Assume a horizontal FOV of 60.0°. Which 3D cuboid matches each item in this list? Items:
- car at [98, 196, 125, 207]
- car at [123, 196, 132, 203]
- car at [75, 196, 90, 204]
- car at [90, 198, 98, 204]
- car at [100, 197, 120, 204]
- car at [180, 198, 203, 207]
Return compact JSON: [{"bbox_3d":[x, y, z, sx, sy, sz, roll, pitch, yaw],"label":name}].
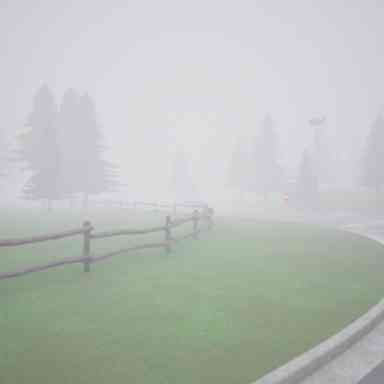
[{"bbox_3d":[-13.897,1.849,57.354,1.994,1.385,4.181,0,-1,-40],"label":"car"},{"bbox_3d":[-15.540,1.742,75.637,2.097,1.767,4.553,0,0,-40],"label":"car"},{"bbox_3d":[-23.560,1.673,68.861,2.097,1.767,4.553,0,0,-40],"label":"car"},{"bbox_3d":[-21.004,1.937,71.258,1.895,1.301,4.718,0,0,-40],"label":"car"},{"bbox_3d":[-18.153,1.904,73.302,2.033,1.411,5.357,0,0,-40],"label":"car"},{"bbox_3d":[-0.170,1.813,57.248,1.882,1.535,5.008,0,0,-40],"label":"car"}]
